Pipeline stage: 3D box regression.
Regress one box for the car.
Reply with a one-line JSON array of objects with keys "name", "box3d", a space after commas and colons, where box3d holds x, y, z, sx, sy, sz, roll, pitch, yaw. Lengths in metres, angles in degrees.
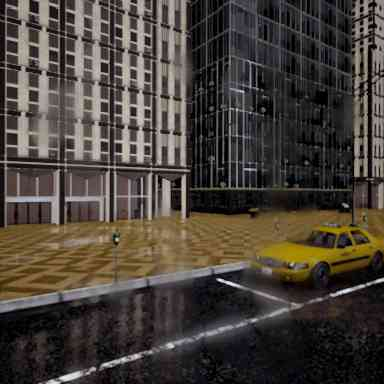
[{"name": "car", "box3d": [3.724, 1.548, 9.207, 4.829, 1.417, 1.752, 0, 0, -35]}]
